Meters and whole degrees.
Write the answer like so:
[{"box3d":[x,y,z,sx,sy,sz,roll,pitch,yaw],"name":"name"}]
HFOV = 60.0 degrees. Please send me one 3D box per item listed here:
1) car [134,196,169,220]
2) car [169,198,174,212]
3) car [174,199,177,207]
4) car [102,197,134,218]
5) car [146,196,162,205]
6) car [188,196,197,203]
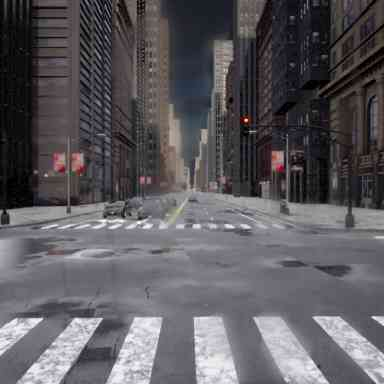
[{"box3d":[-3.265,1.338,27.778,2.097,1.767,4.553,0,0,-2],"name":"car"},{"box3d":[-3.318,1.504,36.562,1.812,1.442,4.674,0,0,0],"name":"car"},{"box3d":[-3.290,1.529,49.044,1.994,1.385,4.181,0,0,1],"name":"car"},{"box3d":[-6.574,1.489,29.682,1.837,1.490,4.892,0,0,0],"name":"car"},{"box3d":[-6.504,1.499,57.683,2.033,1.411,5.357,0,0,1],"name":"car"},{"box3d":[0.163,1.471,69.915,2.033,1.411,5.357,0,0,0],"name":"car"}]
